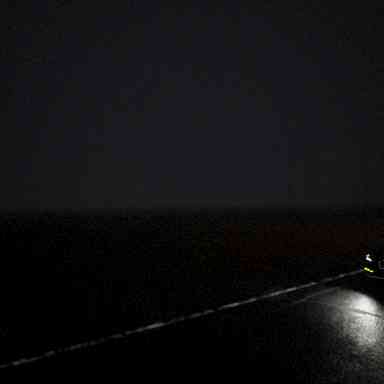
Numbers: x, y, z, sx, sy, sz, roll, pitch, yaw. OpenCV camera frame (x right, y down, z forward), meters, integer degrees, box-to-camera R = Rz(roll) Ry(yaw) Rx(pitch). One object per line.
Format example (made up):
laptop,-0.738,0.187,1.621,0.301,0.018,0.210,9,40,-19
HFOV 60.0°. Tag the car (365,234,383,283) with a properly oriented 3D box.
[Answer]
car,6.336,1.507,8.547,4.892,1.490,1.837,0,0,-36
